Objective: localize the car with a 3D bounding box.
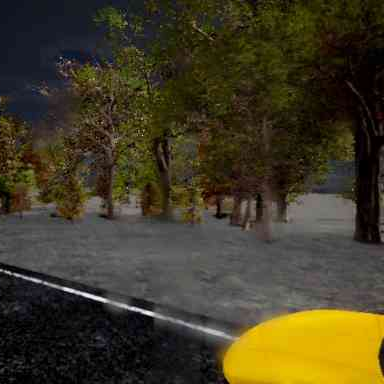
[{"bbox_3d":[2.515,1.477,1.893,5.008,1.535,1.882,0,1,35],"label":"car"}]
